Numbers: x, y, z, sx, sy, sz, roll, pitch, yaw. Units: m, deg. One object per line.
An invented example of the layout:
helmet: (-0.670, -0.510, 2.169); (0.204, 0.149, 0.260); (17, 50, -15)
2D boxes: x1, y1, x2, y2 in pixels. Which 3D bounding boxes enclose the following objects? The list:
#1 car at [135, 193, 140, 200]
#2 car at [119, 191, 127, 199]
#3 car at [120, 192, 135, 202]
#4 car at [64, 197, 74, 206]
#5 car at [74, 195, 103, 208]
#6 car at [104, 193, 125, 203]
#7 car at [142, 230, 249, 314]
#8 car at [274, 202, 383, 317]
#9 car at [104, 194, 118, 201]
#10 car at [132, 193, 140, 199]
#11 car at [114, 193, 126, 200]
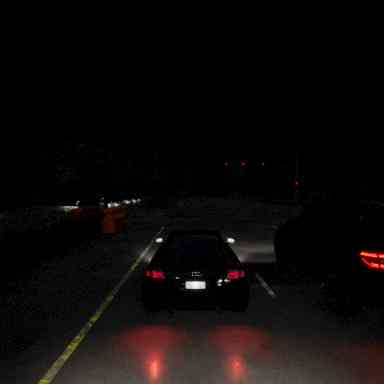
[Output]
car: (-14.435, 1.305, 81.604); (1.895, 1.301, 4.718); (0, 0, 0)
car: (-19.235, 0.883, 93.226); (2.150, 2.045, 5.566); (0, 0, -11)
car: (-14.348, 0.979, 71.865); (2.150, 2.045, 5.566); (0, 0, 0)
car: (-17.824, 1.394, 50.930); (2.033, 1.411, 5.357); (0, 0, 0)
car: (-14.298, 1.433, 46.099); (1.994, 1.385, 4.181); (0, 0, 0)
car: (-14.345, 1.398, 62.034); (1.895, 1.301, 4.718); (0, 0, 0)
car: (0.069, 1.563, 7.698); (1.994, 1.385, 4.181); (0, 0, 0)
car: (3.591, 1.221, 7.627); (2.150, 2.045, 5.566); (0, 0, -2)
car: (-17.857, 1.246, 73.511); (1.837, 1.490, 4.892); (0, 0, 0)
car: (-15.394, 1.165, 91.754); (1.837, 1.490, 4.892); (0, 0, -7)
car: (-17.964, 1.059, 82.904); (2.097, 1.767, 4.553); (0, 0, 0)
